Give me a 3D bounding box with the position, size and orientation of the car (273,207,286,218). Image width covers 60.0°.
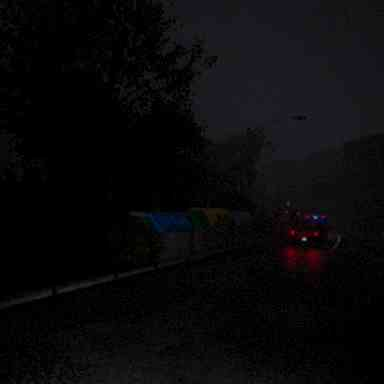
[{"bbox_3d":[15.049,3.288,55.369,2.097,1.767,4.553,0,0,-3],"label":"car"}]

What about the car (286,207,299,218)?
[{"bbox_3d":[14.571,3.024,44.773,2.150,2.045,5.566,0,-1,7],"label":"car"}]

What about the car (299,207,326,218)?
[{"bbox_3d":[12.588,2.684,34.517,2.150,2.045,5.566,0,-2,16],"label":"car"}]

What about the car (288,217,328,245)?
[{"bbox_3d":[7.362,2.463,20.757,1.895,1.301,4.718,1,-2,27],"label":"car"}]
